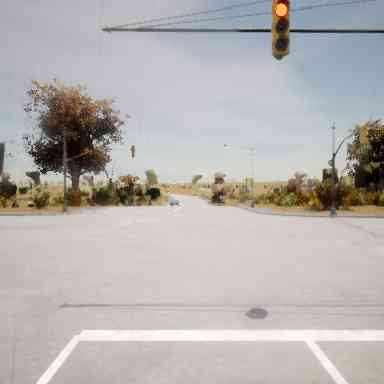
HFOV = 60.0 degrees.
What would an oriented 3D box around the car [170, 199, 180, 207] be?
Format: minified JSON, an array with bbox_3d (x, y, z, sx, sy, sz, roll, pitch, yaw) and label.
[{"bbox_3d":[-3.500,2.220,68.021,2.033,1.411,5.357,0,-2,0],"label":"car"}]
